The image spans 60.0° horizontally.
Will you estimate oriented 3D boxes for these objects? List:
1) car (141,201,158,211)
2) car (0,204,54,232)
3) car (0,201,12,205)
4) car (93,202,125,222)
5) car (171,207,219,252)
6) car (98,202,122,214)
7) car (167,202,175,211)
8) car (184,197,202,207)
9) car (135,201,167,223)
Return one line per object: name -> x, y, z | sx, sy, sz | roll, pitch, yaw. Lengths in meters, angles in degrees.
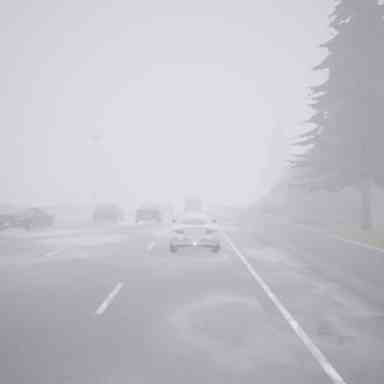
car -> -6.904, 2.238, 54.279 | 2.033, 1.411, 5.357 | 0, -1, 0
car -> -10.402, 1.654, 21.045 | 1.812, 1.442, 4.674 | 0, 0, 0
car -> -21.075, 1.813, 36.517 | 1.882, 1.535, 5.008 | 0, -1, 0
car -> -6.902, 1.703, 28.063 | 2.128, 1.511, 4.902 | 0, -1, 0
car -> 0.099, 1.592, 14.102 | 1.812, 1.442, 4.674 | 0, 0, 0
car -> -10.403, 2.006, 42.561 | 1.994, 1.385, 4.181 | 0, -1, 0
car -> -3.404, 2.056, 45.072 | 1.994, 1.385, 4.181 | 0, -1, 0
car -> 0.097, 1.701, 44.573 | 2.150, 2.045, 5.566 | 0, -1, 0
car -> -3.402, 1.677, 27.171 | 1.882, 1.535, 5.008 | 0, -1, 0
